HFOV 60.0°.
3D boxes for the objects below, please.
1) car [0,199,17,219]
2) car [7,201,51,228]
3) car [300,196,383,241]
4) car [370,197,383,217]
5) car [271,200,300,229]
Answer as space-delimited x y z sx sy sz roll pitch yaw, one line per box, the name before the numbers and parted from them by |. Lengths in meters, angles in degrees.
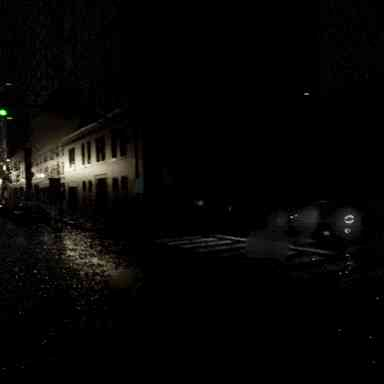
car | -13.356 1.417 25.667 1.887 1.381 4.507 -1 1 -35
car | -10.217 1.441 21.114 1.947 1.339 4.313 -1 1 -35
car | 7.240 1.032 14.798 4.553 1.767 2.097 -2 0 -36
car | 15.269 1.038 24.396 4.718 1.301 1.895 -2 0 -35
car | 6.381 1.175 18.206 4.902 1.511 2.128 -2 0 -37
